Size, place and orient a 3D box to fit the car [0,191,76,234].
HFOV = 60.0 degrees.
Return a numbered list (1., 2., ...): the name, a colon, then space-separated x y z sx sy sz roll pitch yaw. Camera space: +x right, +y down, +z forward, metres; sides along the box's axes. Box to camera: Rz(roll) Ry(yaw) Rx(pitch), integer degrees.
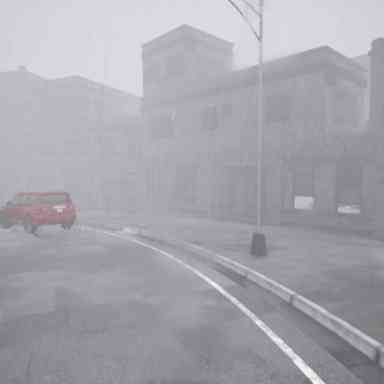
1. car: -8.446 0.995 18.021 5.566 2.045 2.150 0 2 42
